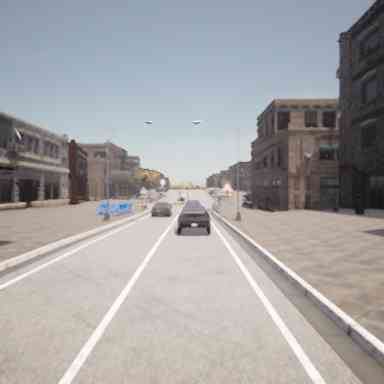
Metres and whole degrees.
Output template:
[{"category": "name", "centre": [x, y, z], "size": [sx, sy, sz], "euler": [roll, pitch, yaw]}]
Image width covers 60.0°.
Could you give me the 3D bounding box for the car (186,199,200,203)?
[{"category": "car", "centre": [0.116, 1.592, 36.463], "size": [2.097, 1.767, 4.553], "euler": [0, 0, 0]}]

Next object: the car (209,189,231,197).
[{"category": "car", "centre": [8.064, 0.779, 90.661], "size": [5.366, 1.575, 1.946], "euler": [0, 2, -1]}]

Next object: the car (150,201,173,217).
[{"category": "car", "centre": [-3.011, 1.729, 33.593], "size": [1.837, 1.490, 4.892], "euler": [0, -1, 1]}]

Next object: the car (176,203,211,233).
[{"category": "car", "centre": [0.110, 1.562, 19.880], "size": [1.837, 1.490, 4.892], "euler": [0, -2, 0]}]

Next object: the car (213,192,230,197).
[{"category": "car", "centre": [8.222, 0.722, 93.420], "size": [4.674, 1.452, 2.002], "euler": [0, 2, -1]}]
